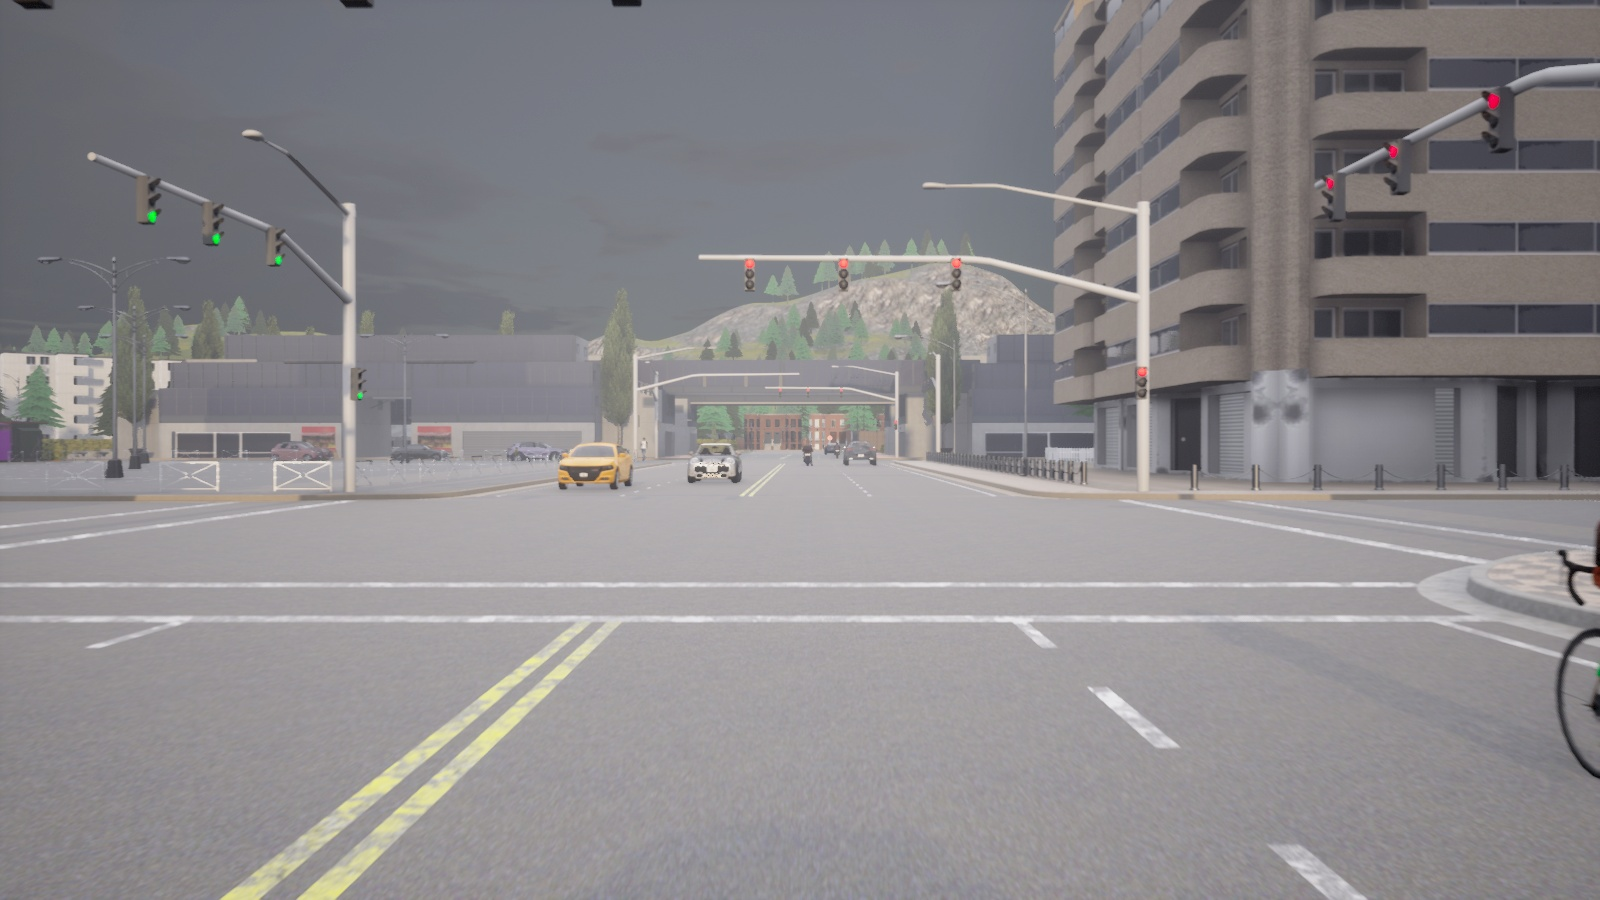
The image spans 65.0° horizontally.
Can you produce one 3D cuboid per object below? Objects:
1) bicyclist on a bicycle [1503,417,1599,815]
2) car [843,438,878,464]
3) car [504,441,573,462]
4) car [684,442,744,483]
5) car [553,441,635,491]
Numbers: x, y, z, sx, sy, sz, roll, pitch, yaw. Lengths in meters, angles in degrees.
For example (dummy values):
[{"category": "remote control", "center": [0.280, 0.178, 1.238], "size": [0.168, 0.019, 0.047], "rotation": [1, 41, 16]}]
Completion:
[{"category": "bicyclist on a bicycle", "center": [3.545, 0.674, 4.989], "size": [0.582, 1.620, 1.656], "rotation": [0, 0, 0]}, {"category": "car", "center": [4.004, 0.055, 84.019], "size": [2.152, 1.651, 5.027], "rotation": [0, 0, 0]}, {"category": "car", "center": [-20.141, 0.115, 96.750], "size": [4.856, 1.649, 2.033], "rotation": [0, 0, 1]}, {"category": "car", "center": [-3.209, 0.442, 47.425], "size": [1.970, 1.475, 3.806], "rotation": [0, 0, 0]}, {"category": "car", "center": [-6.743, 0.484, 41.631], "size": [1.882, 1.535, 5.008], "rotation": [0, 0, 0]}]
